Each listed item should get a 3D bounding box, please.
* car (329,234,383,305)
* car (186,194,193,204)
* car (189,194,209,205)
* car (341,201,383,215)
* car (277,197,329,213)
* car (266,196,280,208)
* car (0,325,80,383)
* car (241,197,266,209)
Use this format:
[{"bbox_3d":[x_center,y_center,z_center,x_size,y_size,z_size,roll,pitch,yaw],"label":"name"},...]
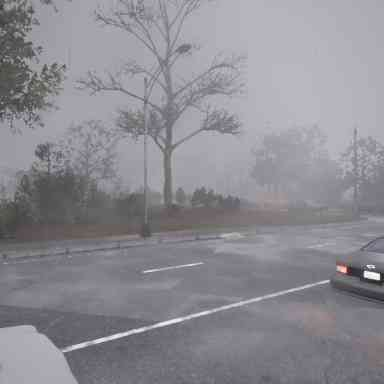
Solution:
[{"bbox_3d":[5.302,1.547,7.402,5.357,1.411,2.033,0,0,-34],"label":"car"},{"bbox_3d":[-0.062,1.529,62.040,2.097,1.767,4.553,0,0,-23],"label":"car"},{"bbox_3d":[1.370,1.449,67.524,2.150,2.045,5.566,0,-1,-22],"label":"car"},{"bbox_3d":[17.910,1.601,34.127,1.895,1.301,4.718,0,0,-30],"label":"car"},{"bbox_3d":[12.344,1.551,36.783,2.033,1.411,5.357,0,0,-29],"label":"car"},{"bbox_3d":[11.757,1.378,45.259,2.097,1.767,4.553,0,0,-27],"label":"car"},{"bbox_3d":[-2.942,1.601,1.609,4.718,1.301,1.895,0,0,-36],"label":"car"},{"bbox_3d":[7.562,1.541,45.791,1.837,1.490,4.892,0,0,-27],"label":"car"}]
